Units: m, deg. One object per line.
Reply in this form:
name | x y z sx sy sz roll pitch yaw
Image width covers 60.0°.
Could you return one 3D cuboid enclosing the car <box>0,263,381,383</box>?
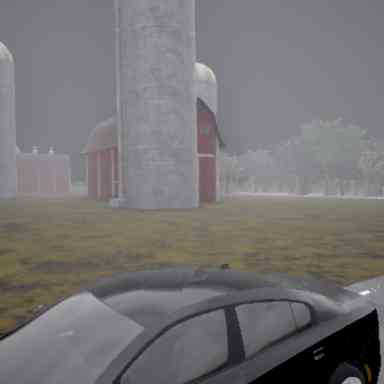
car | -0.353 1.476 2.821 5.008 1.535 1.882 0 0 -36
